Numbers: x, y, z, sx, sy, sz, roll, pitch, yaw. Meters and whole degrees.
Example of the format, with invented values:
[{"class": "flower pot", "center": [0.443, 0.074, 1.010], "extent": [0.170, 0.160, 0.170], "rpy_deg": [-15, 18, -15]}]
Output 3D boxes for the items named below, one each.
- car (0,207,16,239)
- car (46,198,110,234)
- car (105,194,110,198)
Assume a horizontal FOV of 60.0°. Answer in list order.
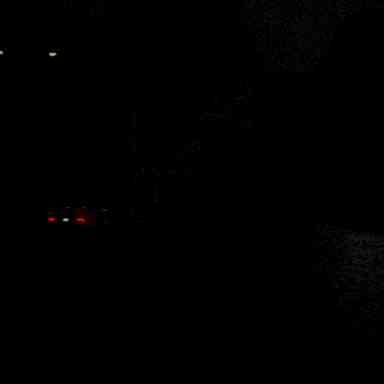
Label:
[{"class": "car", "center": [-8.235, 1.169, 12.101], "extent": [1.882, 1.535, 5.008], "rpy_deg": [1, 0, -5]}, {"class": "car", "center": [-5.659, 1.240, 16.872], "extent": [2.033, 1.411, 5.357], "rpy_deg": [1, 0, -5]}, {"class": "car", "center": [-10.868, 0.944, 46.280], "extent": [2.033, 1.411, 5.357], "rpy_deg": [1, 0, -5]}]
